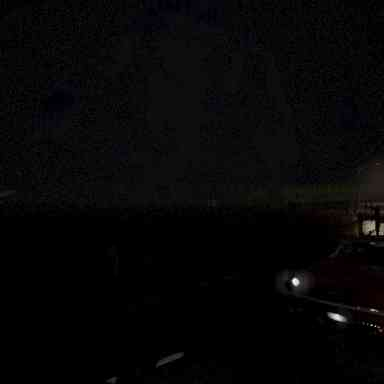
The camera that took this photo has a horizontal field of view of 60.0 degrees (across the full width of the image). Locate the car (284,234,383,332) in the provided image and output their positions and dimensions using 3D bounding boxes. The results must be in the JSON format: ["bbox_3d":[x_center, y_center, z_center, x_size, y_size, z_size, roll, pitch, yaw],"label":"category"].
[{"bbox_3d":[3.792,1.595,6.612,4.718,1.301,1.895,0,0,-44],"label":"car"}]
